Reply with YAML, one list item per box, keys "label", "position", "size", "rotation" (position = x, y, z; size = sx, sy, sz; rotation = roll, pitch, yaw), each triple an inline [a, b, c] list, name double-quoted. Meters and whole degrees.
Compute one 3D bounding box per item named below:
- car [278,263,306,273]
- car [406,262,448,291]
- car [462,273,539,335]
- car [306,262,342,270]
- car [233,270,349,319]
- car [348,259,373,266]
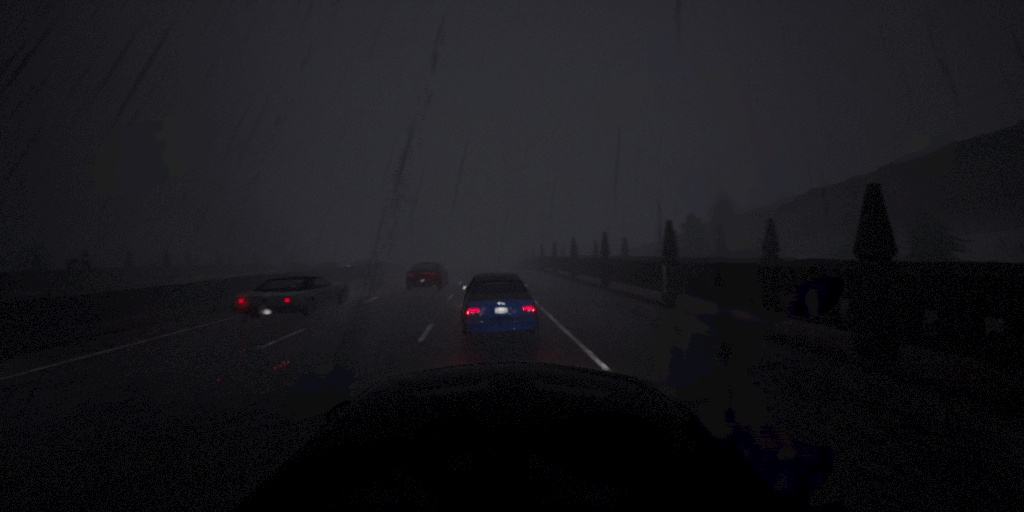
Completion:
- label: "car"
  position: [-24.117, 1.519, 40.105]
  size: [2.128, 1.511, 4.902]
  rotation: [-1, -2, -5]
- label: "car"
  position: [-4.857, 1.088, 21.023]
  size: [1.882, 1.535, 5.008]
  rotation: [-1, 1, -5]
- label: "car"
  position: [-0.440, 1.193, 10.248]
  size: [2.033, 1.411, 5.357]
  rotation: [-1, 1, -5]
- label: "car"
  position: [-20.609, 1.436, 40.091]
  size: [1.837, 1.490, 4.892]
  rotation: [-1, -2, -4]
- label: "car"
  position: [-7.708, 1.388, 13.189]
  size: [1.895, 1.301, 4.718]
  rotation: [-1, 1, -5]
- label: "car"
  position: [-17.162, 1.200, 40.887]
  size: [2.097, 1.767, 4.553]
  rotation: [-2, -1, -5]
